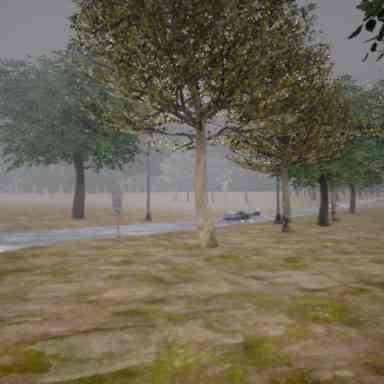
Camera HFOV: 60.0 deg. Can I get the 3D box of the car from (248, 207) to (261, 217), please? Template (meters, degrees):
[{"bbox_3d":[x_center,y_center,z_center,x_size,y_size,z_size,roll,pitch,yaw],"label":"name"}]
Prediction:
[{"bbox_3d":[9.913,3.343,55.748,2.097,1.767,4.553,-2,-3,33],"label":"car"}]

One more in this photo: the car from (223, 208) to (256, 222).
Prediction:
[{"bbox_3d":[5.948,3.095,43.226,2.033,1.411,5.357,-2,-3,33],"label":"car"}]
